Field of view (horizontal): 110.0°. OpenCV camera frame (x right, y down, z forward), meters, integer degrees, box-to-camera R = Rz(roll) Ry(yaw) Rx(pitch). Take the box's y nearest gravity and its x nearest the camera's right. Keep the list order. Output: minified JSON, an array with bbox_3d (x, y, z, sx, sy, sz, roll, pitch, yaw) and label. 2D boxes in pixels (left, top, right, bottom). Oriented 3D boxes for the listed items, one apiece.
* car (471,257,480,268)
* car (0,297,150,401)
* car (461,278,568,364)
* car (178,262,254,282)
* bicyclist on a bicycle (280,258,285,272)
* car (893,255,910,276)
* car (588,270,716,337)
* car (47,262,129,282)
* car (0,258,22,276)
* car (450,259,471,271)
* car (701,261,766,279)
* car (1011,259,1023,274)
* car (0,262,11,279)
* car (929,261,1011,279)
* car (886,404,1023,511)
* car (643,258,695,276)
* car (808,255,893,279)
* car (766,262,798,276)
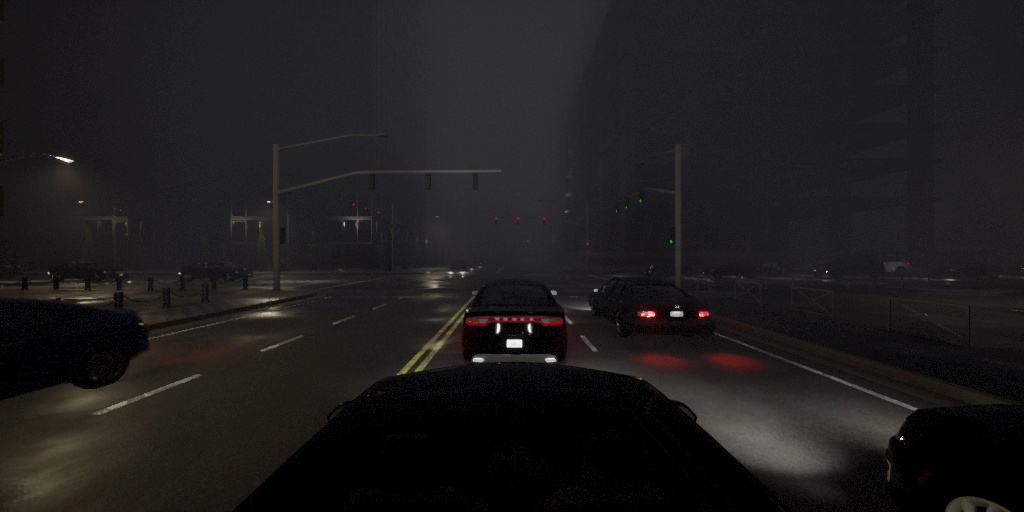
[{"bbox_3d":[-7.079,1.297,59.555,2.033,1.411,5.357,0,0,0],"label":"car"},{"bbox_3d":[-7.100,1.276,4.202,1.812,1.442,4.674,0,0,0],"label":"car"},{"bbox_3d":[0.055,1.228,8.124,1.882,1.535,5.008,0,0,0],"label":"car"},{"bbox_3d":[-22.490,1.187,27.375,4.902,1.511,2.128,0,0,0],"label":"car"},{"bbox_3d":[-25.408,0.995,39.334,0.582,1.620,1.656,0,0,0],"label":"bicyclist on a bicycle"},{"bbox_3d":[35.393,0.916,35.075,5.566,2.045,2.150,0,0,0],"label":"car"},{"bbox_3d":[3.571,1.297,10.248,2.033,1.411,5.357,0,0,0],"label":"car"},{"bbox_3d":[-32.303,1.186,27.413,4.902,1.511,2.128,0,0,0],"label":"car"},{"bbox_3d":[-50.930,1.046,34.780,4.553,1.767,2.097,0,0,1],"label":"car"},{"bbox_3d":[-7.093,1.227,48.512,1.882,1.535,5.008,0,0,0],"label":"car"},{"bbox_3d":[19.154,1.220,31.503,4.674,1.442,1.812,0,0,0],"label":"car"},{"bbox_3d":[50.662,1.044,35.034,4.553,1.767,2.097,0,0,0],"label":"car"},{"bbox_3d":[-42.273,1.295,27.516,4.718,1.301,1.895,0,0,1],"label":"car"},{"bbox_3d":[39.912,1.172,31.575,5.008,1.535,1.882,0,0,0],"label":"car"},{"bbox_3d":[3.600,1.255,0.511,1.837,1.490,4.892,0,0,0],"label":"car"},{"bbox_3d":[15.230,1.046,35.031,4.553,1.767,2.097,0,0,0],"label":"car"},{"bbox_3d":[29.420,0.916,31.558,5.566,2.045,2.150,0,0,0],"label":"car"},{"bbox_3d":[24.698,1.242,35.044,5.357,1.411,2.033,0,0,0],"label":"car"}]
